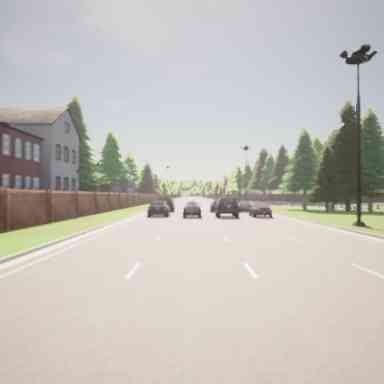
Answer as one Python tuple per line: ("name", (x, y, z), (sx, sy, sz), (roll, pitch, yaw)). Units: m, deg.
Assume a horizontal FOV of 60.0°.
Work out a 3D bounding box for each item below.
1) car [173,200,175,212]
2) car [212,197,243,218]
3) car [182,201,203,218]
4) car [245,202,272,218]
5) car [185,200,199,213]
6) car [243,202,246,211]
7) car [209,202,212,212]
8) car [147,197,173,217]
("car", (-3.513, 1.662, 45.375), (2.150, 2.045, 5.566), (0, 0, 0))
("car", (3.532, 1.551, 34.046), (2.150, 2.045, 5.566), (0, -1, 1))
("car", (0.039, 1.822, 34.114), (2.128, 1.511, 4.902), (0, -1, 0))
("car", (7.041, 1.859, 34.394), (1.812, 1.442, 4.674), (0, -1, 1))
("car", (-0.005, 1.942, 45.074), (1.837, 1.490, 4.892), (0, 0, 0))
("car", (6.993, 1.999, 44.995), (1.994, 1.385, 4.181), (0, -1, 0))
("car", (3.494, 1.786, 44.959), (2.097, 1.767, 4.553), (0, -1, 0))
("car", (-3.452, 1.693, 35.240), (2.097, 1.767, 4.553), (0, -1, 0))
